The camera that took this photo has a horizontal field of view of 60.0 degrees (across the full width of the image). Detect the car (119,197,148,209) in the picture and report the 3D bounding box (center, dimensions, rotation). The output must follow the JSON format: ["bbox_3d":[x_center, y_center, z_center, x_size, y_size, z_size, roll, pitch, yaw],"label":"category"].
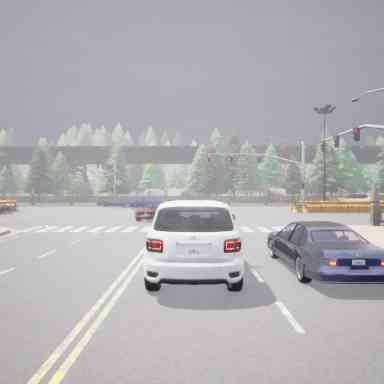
[{"bbox_3d":[-6.768,1.477,44.451,5.008,1.535,1.882,0,0,0],"label":"car"}]

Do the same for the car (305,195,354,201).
[{"bbox_3d":[16.647,1.491,40.834,4.902,1.511,2.128,0,0,0],"label":"car"}]

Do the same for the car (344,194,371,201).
[{"bbox_3d":[21.088,1.222,44.313,5.566,2.045,2.150,0,0,0],"label":"car"}]

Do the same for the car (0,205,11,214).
[{"bbox_3d":[-21.487,1.547,33.824,5.357,1.411,2.033,0,0,0],"label":"car"}]

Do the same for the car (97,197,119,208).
[{"bbox_3d":[-11.177,1.492,47.973,4.902,1.511,2.128,0,0,0],"label":"car"}]

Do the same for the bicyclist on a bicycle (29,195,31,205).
[{"bbox_3d":[-27.050,1.300,55.834,0.582,1.620,1.656,0,0,0],"label":"bicyclist on a bicycle"}]

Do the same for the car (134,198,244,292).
[{"bbox_3d":[0.061,1.221,9.106,2.150,2.045,5.566,0,0,1],"label":"car"}]

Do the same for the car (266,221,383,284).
[{"bbox_3d":[3.570,1.547,9.597,2.033,1.411,5.357,0,0,0],"label":"car"}]

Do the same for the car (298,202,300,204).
[{"bbox_3d":[17.799,1.477,47.829,5.008,1.535,1.882,0,0,0],"label":"car"}]

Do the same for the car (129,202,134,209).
[{"bbox_3d":[-2.798,1.601,25.725,1.895,1.301,4.718,0,0,14],"label":"car"}]
